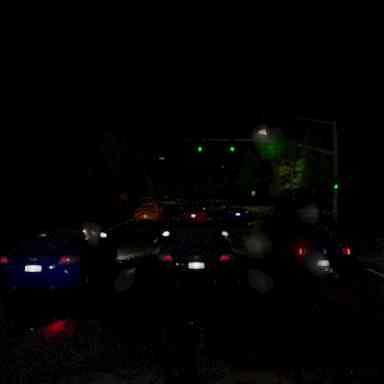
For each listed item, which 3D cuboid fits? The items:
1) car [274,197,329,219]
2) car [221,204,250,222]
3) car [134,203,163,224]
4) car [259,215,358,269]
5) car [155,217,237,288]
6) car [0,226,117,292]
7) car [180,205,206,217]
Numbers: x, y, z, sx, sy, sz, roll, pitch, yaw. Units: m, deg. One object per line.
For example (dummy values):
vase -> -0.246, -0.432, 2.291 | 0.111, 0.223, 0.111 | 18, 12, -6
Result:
car -> 7.100, 1.352, 22.005 | 2.150, 2.045, 5.566 | 0, 0, 0
car -> 3.600, 1.728, 27.966 | 1.994, 1.385, 4.181 | 0, 0, 0
car -> -3.399, 1.634, 26.649 | 1.882, 1.535, 5.008 | 0, 0, 0
car -> 3.599, 1.668, 11.329 | 1.895, 1.301, 4.718 | 0, 0, 0
car -> 0.101, 1.620, 9.426 | 1.994, 1.385, 4.181 | 0, 0, 0
car -> -3.401, 1.618, 9.126 | 1.994, 1.385, 4.181 | 0, 0, 0
car -> 0.099, 1.717, 26.105 | 1.994, 1.385, 4.181 | 0, 0, 0
